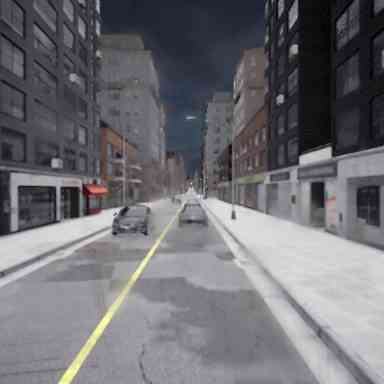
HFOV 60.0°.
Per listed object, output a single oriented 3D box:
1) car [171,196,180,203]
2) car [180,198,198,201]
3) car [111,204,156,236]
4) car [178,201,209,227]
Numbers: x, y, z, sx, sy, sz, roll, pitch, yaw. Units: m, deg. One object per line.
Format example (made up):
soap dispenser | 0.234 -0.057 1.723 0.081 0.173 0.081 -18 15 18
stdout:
car | -3.018 1.443 64.311 1.812 1.442 4.674 0 0 0
car | 0.069 1.502 35.266 2.033 1.411 5.357 0 0 0
car | -3.105 1.483 18.382 1.837 1.490 4.892 0 0 0
car | 0.088 1.537 22.707 1.994 1.385 4.181 0 0 0
